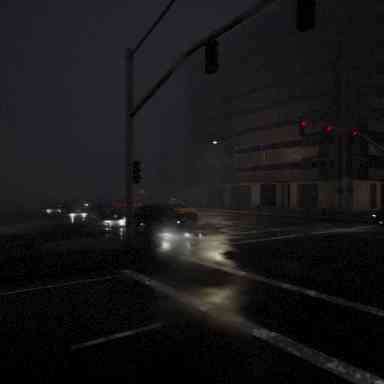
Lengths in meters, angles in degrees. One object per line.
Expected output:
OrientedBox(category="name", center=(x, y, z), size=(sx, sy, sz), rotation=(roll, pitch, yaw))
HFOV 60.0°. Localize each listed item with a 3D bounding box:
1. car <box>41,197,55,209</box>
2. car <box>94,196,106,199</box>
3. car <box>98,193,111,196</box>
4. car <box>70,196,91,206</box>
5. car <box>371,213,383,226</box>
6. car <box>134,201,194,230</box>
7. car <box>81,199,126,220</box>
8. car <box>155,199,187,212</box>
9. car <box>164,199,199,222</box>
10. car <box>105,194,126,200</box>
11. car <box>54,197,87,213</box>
OrientedBox(category="car", center=(-19.750, 1.533, 46.503), size=(1.882, 1.535, 5.008), rotation=(0, 0, -35))
OrientedBox(category="car", center=(-12.893, 1.603, 42.826), size=(2.033, 1.411, 5.357), rotation=(0, 0, -35))
OrientedBox(category="car", center=(-15.590, 1.276, 59.039), size=(2.150, 2.045, 5.566), rotation=(0, 0, -35))
OrientedBox(category="car", center=(-19.845, 1.547, 58.985), size=(2.128, 1.511, 4.902), rotation=(0, 0, -35))
OrientedBox(category="car", center=(14.186, 1.629, 21.434), size=(4.718, 1.301, 1.895), rotation=(0, 0, -8))
OrientedBox(category="car", center=(-2.215, 1.560, 21.721), size=(1.837, 1.490, 4.892), rotation=(0, 0, -35))
OrientedBox(category="car", center=(-7.853, 1.603, 29.662), size=(2.033, 1.411, 5.357), rotation=(0, 0, -35))
OrientedBox(category="car", center=(-2.672, 1.581, 40.831), size=(1.812, 1.442, 4.674), rotation=(0, 0, -35))
OrientedBox(category="car", center=(-1.443, 1.533, 26.679), size=(1.882, 1.535, 5.008), rotation=(0, 0, -35))
OrientedBox(category="car", center=(-6.813, 1.407, 34.245), size=(2.097, 1.767, 4.553), rotation=(0, 0, -35))
OrientedBox(category="car", center=(-13.707, 1.603, 37.926), size=(2.033, 1.411, 5.357), rotation=(0, 0, -35))
